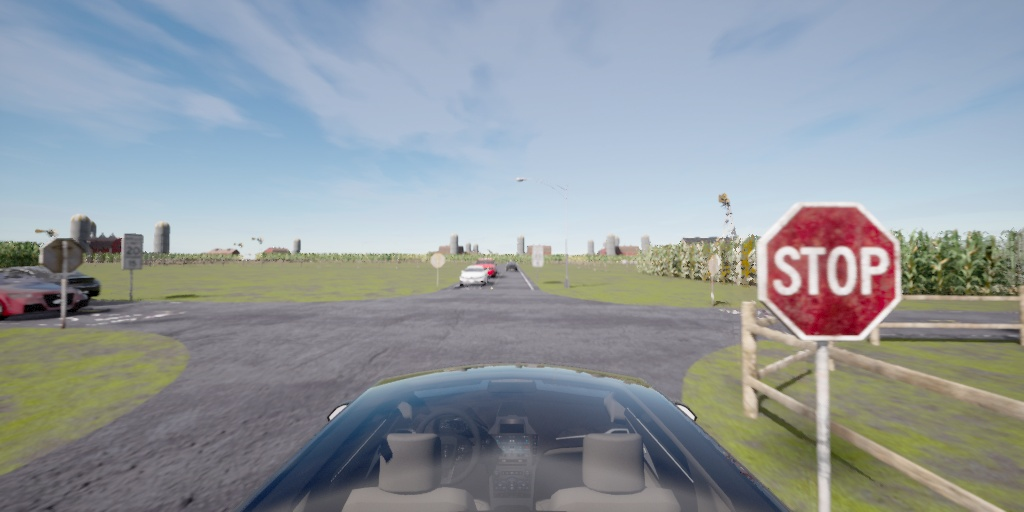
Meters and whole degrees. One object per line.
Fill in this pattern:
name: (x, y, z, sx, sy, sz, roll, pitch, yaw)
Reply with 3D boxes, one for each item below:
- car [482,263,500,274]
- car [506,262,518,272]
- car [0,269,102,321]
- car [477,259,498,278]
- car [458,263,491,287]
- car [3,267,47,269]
car: (-2.821, 1.704, 49.143, 2.033, 1.411, 5.357, 0, 0, 0)
car: (0.006, 1.726, 57.350, 1.837, 1.490, 4.892, 0, 0, 0)
car: (-16.240, 1.217, 11.270, 4.181, 1.385, 1.994, 1, -1, -1)
car: (-2.838, 1.292, 38.501, 2.150, 2.045, 5.566, 0, 0, 0)
car: (-2.842, 1.503, 27.509, 1.812, 1.442, 4.674, 0, -1, 0)
car: (-19.380, 1.193, 14.230, 4.892, 1.490, 1.837, 1, -1, 0)
